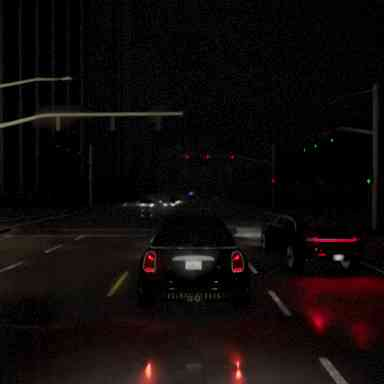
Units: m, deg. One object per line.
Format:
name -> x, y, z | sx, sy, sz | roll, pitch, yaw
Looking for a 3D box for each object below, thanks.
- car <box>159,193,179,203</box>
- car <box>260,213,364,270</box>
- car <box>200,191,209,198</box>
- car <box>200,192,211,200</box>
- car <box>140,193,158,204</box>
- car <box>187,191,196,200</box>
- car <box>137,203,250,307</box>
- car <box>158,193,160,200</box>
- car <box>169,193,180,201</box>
car -> -3.681, 1.209, 54.335 | 2.033, 1.411, 5.357 | 0, 0, 0
car -> 3.598, 1.423, 10.820 | 2.128, 1.511, 4.902 | 0, 0, -3
car -> 3.331, 0.672, 87.529 | 2.097, 1.767, 4.553 | 0, 0, 0
car -> 3.350, 1.037, 77.451 | 1.812, 1.442, 4.674 | 0, 0, 0
car -> -7.178, 1.188, 54.280 | 1.812, 1.442, 4.674 | 0, 0, 0
car -> -0.150, 1.109, 77.544 | 1.895, 1.301, 4.718 | 0, 0, 0
car -> 0.042, 1.301, 8.009 | 2.097, 1.767, 4.553 | 0, 0, 0
car -> -7.135, 0.921, 69.816 | 2.097, 1.767, 4.553 | 0, 0, 0
car -> -3.635, 1.091, 69.844 | 2.128, 1.511, 4.902 | 0, 0, 0
